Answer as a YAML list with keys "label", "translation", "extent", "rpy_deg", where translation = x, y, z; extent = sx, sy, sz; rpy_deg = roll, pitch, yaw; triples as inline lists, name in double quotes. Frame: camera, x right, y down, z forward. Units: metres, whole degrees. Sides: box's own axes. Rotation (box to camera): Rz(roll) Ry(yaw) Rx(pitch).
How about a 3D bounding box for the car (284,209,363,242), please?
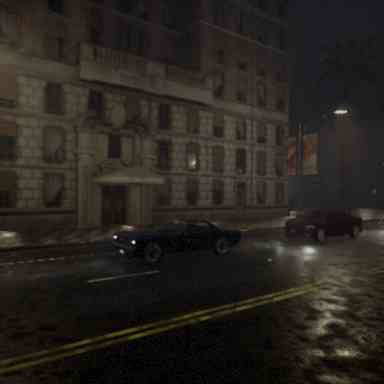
- label: "car"
  translation: [6.938, 1.648, 17.455]
  extent: [5.008, 1.535, 1.882]
  rpy_deg: [1, 0, -34]

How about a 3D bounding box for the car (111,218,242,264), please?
- label: "car"
  translation: [-0.494, 1.671, 12.229]
  extent: [4.718, 1.301, 1.895]
  rpy_deg: [1, 0, -35]
